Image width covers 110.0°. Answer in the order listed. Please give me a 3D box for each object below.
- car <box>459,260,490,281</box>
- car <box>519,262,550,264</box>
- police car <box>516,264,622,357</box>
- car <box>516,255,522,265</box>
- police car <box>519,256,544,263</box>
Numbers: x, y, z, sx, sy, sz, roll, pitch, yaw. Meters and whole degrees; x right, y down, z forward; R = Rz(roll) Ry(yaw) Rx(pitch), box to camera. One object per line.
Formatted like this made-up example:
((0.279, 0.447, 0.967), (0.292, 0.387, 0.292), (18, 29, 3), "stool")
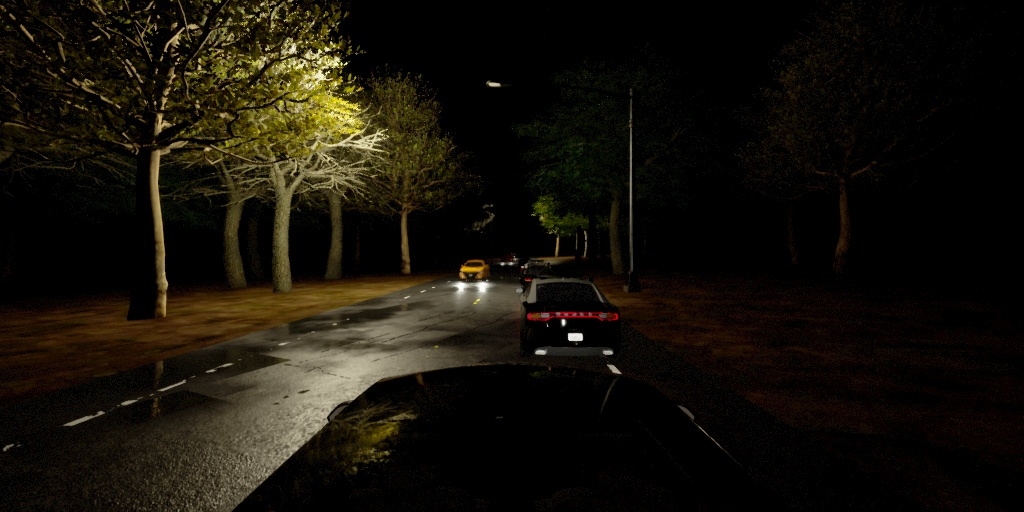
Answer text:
((-2.840, 1.077, 28.103), (1.882, 1.535, 5.008), (0, 1, 3), "car")
((1.399, 1.215, 18.498), (1.812, 1.442, 4.674), (0, 0, 2), "car")
((1.123, 1.166, 8.670), (1.930, 1.638, 5.238), (0, 0, 1), "police car")
((1.802, 0.836, 50.144), (1.837, 1.490, 4.892), (0, 1, 2), "car")
((1.658, 1.058, 24.585), (1.930, 1.638, 5.238), (0, 1, 3), "police car")
